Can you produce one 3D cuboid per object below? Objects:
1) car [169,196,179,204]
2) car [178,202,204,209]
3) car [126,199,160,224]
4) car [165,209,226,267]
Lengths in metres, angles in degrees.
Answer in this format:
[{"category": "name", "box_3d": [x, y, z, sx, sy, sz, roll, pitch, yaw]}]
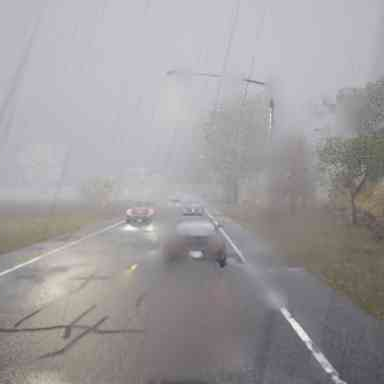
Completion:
[{"category": "car", "box_3d": [-3.509, 1.464, 66.129, 1.882, 1.535, 5.008, 0, 0, 0]}, {"category": "car", "box_3d": [0.097, 1.562, 29.473, 2.033, 1.411, 5.357, 0, 0, 0]}, {"category": "car", "box_3d": [-3.599, 1.368, 25.072, 2.097, 1.767, 4.553, 0, 0, 0]}, {"category": "car", "box_3d": [0.105, 1.536, 11.382, 1.812, 1.442, 4.674, 0, 0, 0]}]
